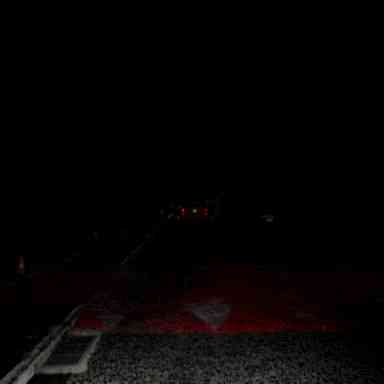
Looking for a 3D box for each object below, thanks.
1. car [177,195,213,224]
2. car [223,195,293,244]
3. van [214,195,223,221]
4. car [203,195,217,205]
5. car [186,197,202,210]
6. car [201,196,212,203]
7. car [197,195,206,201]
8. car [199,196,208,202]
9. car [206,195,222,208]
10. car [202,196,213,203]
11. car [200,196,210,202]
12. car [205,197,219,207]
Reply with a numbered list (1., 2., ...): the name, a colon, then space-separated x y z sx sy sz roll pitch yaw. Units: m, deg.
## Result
1. car: 0.188 1.321 24.854 2.097 1.767 4.553 0 0 0
2. car: 3.050 1.195 15.727 2.435 2.045 5.566 0 0 0
3. van: 3.092 1.216 26.858 1.878 1.987 4.442 0 0 0
4. car: 3.218 1.414 59.962 2.185 1.767 4.553 0 0 0
5. car: 0.257 1.479 42.936 1.882 1.535 5.008 0 0 0
6. car: 3.273 1.627 76.423 2.231 1.521 4.892 0 0 0
7. car: 2.643 1.679 93.029 2.185 1.767 4.553 0 -1 -3
8. car: 2.971 1.743 87.514 2.097 1.535 5.008 0 -1 -2
9. car: 3.176 1.368 48.793 2.185 1.767 4.553 0 0 0
10. car: 3.260 1.589 70.903 2.231 1.521 4.892 0 0 0
11. car: 3.181 1.722 81.970 2.002 1.452 4.674 0 -1 -1
12. car: 3.198 1.557 54.468 2.002 1.452 4.674 0 0 0
